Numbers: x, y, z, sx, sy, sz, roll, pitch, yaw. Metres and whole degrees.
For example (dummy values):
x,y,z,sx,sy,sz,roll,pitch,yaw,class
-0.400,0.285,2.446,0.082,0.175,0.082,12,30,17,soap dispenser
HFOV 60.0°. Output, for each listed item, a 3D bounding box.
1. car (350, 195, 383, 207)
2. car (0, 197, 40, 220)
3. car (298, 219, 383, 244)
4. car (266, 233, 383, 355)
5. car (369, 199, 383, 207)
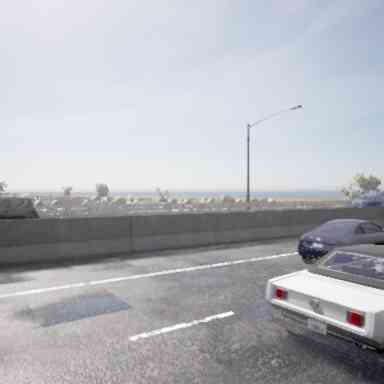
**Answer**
x,y,z,sx,sy,sz,roll,pitch,yaw,class
23.381,1.468,44.169,5.566,2.045,2.150,0,0,-33,car
-11.029,1.270,17.495,5.566,2.045,2.150,0,0,-33,car
5.565,1.628,11.378,4.181,1.385,1.994,0,0,-33,car
3.636,1.637,5.934,4.718,1.301,1.895,0,0,-33,car
24.124,1.834,40.478,4.718,1.301,1.895,0,0,-33,car
